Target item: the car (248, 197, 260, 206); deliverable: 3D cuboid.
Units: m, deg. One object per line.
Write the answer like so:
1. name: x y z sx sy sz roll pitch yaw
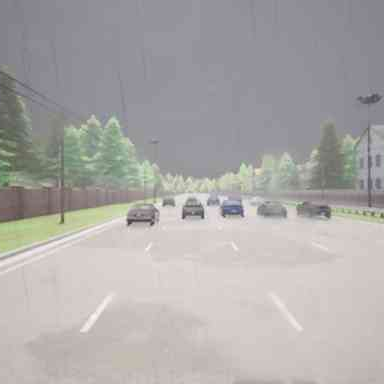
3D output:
1. car: 10.541 1.503 54.740 1.812 1.442 4.674 0 0 1

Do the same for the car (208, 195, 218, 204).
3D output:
1. car: 3.547 1.328 55.220 2.097 1.767 4.553 0 0 1

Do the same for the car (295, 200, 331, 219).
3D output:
1. car: 10.601 1.493 29.315 1.837 1.490 4.892 0 0 0

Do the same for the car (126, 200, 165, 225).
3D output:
1. car: -3.400 1.537 23.818 2.033 1.411 5.357 0 0 0

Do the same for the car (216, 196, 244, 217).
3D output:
1. car: 3.600 1.465 30.930 1.882 1.535 5.008 0 0 0

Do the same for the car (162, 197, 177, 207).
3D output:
1. car: -3.494 1.484 51.008 1.837 1.490 4.892 0 0 0

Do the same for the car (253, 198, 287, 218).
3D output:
1. car: 7.101 1.552 29.927 1.994 1.385 4.181 0 0 0

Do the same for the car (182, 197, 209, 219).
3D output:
1. car: 0.101 1.479 29.251 2.128 1.511 4.902 0 0 0
